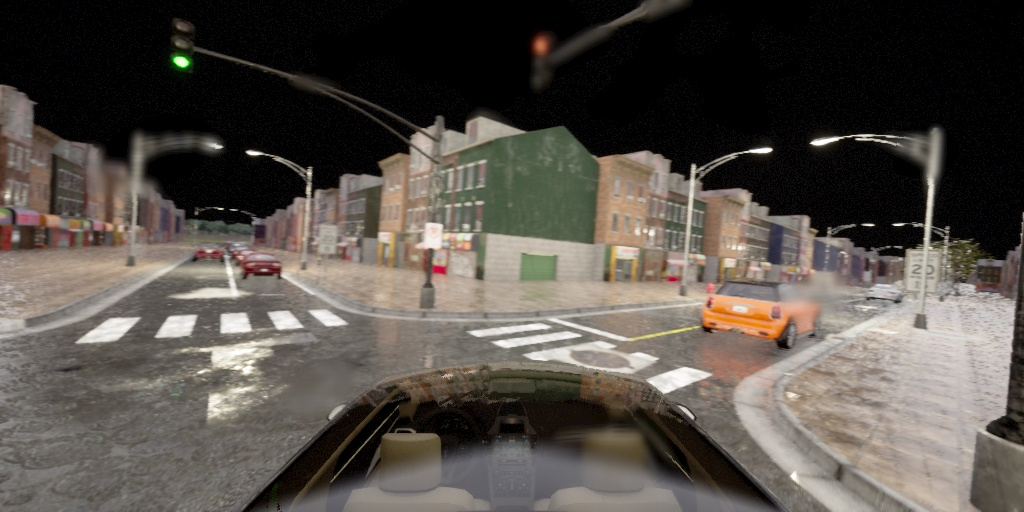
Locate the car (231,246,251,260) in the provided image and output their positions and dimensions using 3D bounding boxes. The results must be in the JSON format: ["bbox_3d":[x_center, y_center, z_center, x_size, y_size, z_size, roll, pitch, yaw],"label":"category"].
[{"bbox_3d":[-20.886,0.132,28.459,1.802,1.307,4.207,0,0,-39],"label":"car"}]

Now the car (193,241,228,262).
[{"bbox_3d":[-27.067,-0.462,32.147,2.097,1.767,4.553,4,0,-39],"label":"car"}]

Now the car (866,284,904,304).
[{"bbox_3d":[31.483,3.151,30.311,4.674,1.442,1.812,4,1,-38],"label":"car"}]

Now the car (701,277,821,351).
[{"bbox_3d":[7.668,1.519,10.862,4.553,1.767,2.097,3,1,-40],"label":"car"}]

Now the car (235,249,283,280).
[{"bbox_3d":[-13.938,0.493,19.856,1.888,1.381,4.507,0,0,-39],"label":"car"}]

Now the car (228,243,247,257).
[{"bbox_3d":[-27.834,-0.303,37.062,1.888,1.381,4.507,0,0,-39],"label":"car"}]

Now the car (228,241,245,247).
[{"bbox_3d":[-31.307,-0.607,41.363,1.967,1.591,4.097,0,0,-39],"label":"car"}]
